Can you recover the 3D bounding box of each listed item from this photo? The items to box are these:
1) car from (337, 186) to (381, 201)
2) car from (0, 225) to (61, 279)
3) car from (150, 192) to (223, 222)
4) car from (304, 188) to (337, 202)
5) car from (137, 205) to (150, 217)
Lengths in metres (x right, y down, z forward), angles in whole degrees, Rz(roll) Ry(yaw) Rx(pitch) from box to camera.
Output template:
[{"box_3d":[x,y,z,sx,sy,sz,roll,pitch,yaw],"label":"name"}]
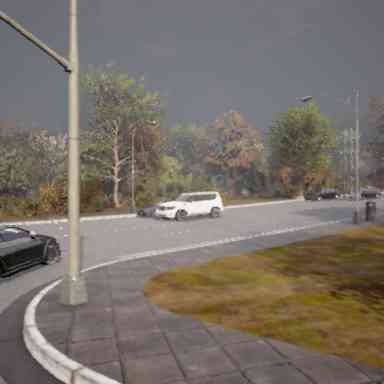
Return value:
[{"box_3d":[19.643,0.147,38.393,4.902,1.511,2.128,-4,2,-27],"label":"car"},{"box_3d":[-5.459,1.601,9.280,1.994,1.385,4.181,0,0,6],"label":"car"},{"box_3d":[-0.079,1.059,25.452,5.566,2.045,2.150,-2,1,-39],"label":"car"},{"box_3d":[15.801,0.286,40.290,5.008,1.535,1.882,-4,2,-29],"label":"car"},{"box_3d":[-2.521,1.415,27.917,4.181,1.385,1.994,-2,1,-39],"label":"car"}]
